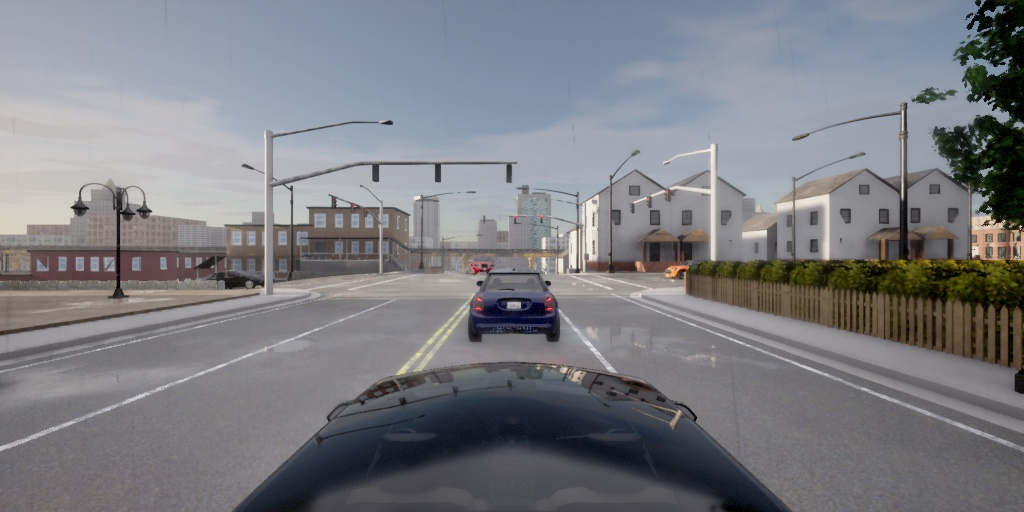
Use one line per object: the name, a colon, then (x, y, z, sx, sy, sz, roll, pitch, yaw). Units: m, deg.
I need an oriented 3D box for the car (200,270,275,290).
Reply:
car: (-20.511, 1.789, 26.815, 4.892, 1.490, 1.837, -5, 0, -1)

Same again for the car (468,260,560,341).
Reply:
car: (0.054, 1.102, 10.009, 2.097, 1.767, 4.553, 0, 0, 0)

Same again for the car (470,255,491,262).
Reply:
car: (-3.095, 0.925, 36.747, 2.150, 2.045, 5.566, 0, 0, -10)

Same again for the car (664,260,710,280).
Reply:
car: (15.717, 1.102, 31.105, 4.553, 1.767, 2.097, 0, 0, -1)
